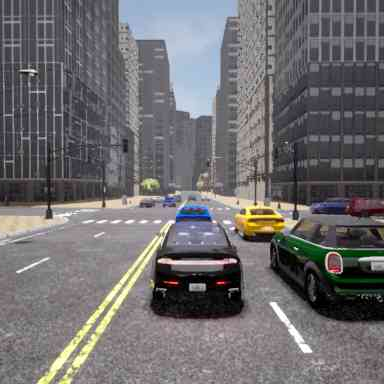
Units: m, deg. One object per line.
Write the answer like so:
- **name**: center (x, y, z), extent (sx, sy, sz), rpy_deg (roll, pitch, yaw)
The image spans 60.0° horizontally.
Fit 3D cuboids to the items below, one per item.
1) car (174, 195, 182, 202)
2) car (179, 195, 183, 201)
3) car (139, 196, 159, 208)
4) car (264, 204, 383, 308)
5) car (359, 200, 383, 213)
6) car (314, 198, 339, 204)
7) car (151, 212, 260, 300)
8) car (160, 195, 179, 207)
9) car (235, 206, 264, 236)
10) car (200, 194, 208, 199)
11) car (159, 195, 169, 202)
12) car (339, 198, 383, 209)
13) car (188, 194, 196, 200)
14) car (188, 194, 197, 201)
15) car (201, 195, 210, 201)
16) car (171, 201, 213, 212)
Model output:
- **car**: center (-3.189, 1.453, 76.632), extent (1.812, 1.442, 4.674), rpy_deg (0, 0, 0)
- **car**: center (-3.246, 1.510, 64.177), extent (1.994, 1.385, 4.181), rpy_deg (0, 0, 1)
- **car**: center (-6.545, 1.511, 49.135), extent (2.033, 1.411, 5.357), rpy_deg (0, 0, 0)
- **car**: center (3.356, 1.348, 8.076), extent (2.097, 1.767, 4.553), rpy_deg (0, 0, 0)
- **car**: center (21.840, 1.641, 37.734), extent (4.829, 1.417, 1.752), rpy_deg (1, 0, 1)
- **car**: center (14.913, 1.450, 35.256), extent (4.553, 1.767, 2.097), rpy_deg (1, 1, 1)
- **car**: center (0.105, 1.487, 8.364), extent (2.128, 1.511, 4.902), rpy_deg (0, 0, 0)
- **car**: center (-3.300, 1.489, 49.564), extent (1.812, 1.442, 4.674), rpy_deg (0, 0, 0)
- **car**: center (3.363, 1.468, 17.256), extent (1.882, 1.535, 5.008), rpy_deg (0, 0, 0)
- **car**: center (3.324, 1.334, 90.700), extent (1.895, 1.301, 4.718), rpy_deg (0, 0, 0)
- **car**: center (-6.438, 1.427, 77.609), extent (1.837, 1.490, 4.892), rpy_deg (0, 0, 0)
- **car**: center (16.225, 1.518, 29.453), extent (5.009, 1.841, 2.192), rpy_deg (1, 0, 1)
- **car**: center (0.073, 1.264, 90.673), extent (2.128, 1.511, 4.902), rpy_deg (0, 0, 0)
- **car**: center (0.066, 1.270, 80.641), extent (2.097, 1.767, 4.553), rpy_deg (0, 0, 0)
- **car**: center (3.316, 1.510, 80.698), extent (1.895, 1.301, 4.718), rpy_deg (0, 0, 0)
- **car**: center (0.118, 1.468, 17.868), extent (1.882, 1.535, 5.008), rpy_deg (0, 0, 1)
